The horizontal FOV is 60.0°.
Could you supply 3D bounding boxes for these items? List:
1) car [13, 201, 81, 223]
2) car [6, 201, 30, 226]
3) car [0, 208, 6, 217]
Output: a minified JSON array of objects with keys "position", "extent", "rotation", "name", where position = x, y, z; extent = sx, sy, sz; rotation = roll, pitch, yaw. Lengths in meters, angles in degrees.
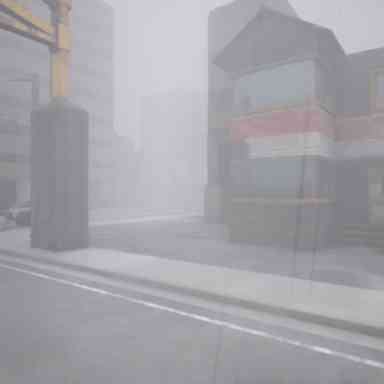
[{"position":[-9.728,1.286,22.803],"extent":[1.853,1.218,4.536],"rotation":[0,0,15],"name":"car"},{"position":[-9.742,1.443,22.753],"extent":[2.038,1.542,4.974],"rotation":[0,0,15],"name":"car"},{"position":[-12.899,1.285,25.453],"extent":[4.536,1.218,1.853],"rotation":[0,0,-30],"name":"car"}]
